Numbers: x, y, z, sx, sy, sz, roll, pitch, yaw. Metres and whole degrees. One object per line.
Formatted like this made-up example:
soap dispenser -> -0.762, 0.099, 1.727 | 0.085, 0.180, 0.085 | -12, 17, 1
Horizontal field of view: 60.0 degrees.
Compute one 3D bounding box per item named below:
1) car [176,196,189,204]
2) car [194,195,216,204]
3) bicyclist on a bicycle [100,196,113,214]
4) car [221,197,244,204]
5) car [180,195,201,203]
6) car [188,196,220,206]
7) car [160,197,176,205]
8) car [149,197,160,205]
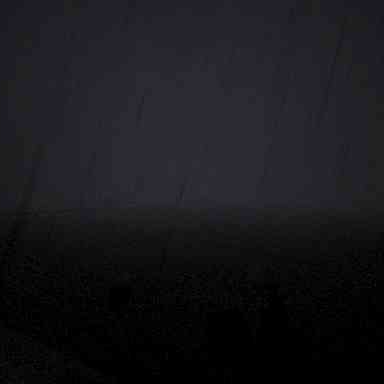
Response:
car -> -0.152, 1.564, 56.662 | 1.994, 1.385, 4.181 | 0, 0, 35
car -> 2.668, 1.477, 66.914 | 1.882, 1.535, 5.008 | 0, 0, 35
bicyclist on a bicycle -> -8.062, 1.156, 31.742 | 1.656, 1.620, 0.582 | 33, 17, 27
car -> 7.952, 1.601, 62.253 | 1.895, 1.301, 4.718 | 0, 0, 35
car -> -0.202, 1.477, 68.917 | 1.882, 1.535, 5.008 | 0, 0, 35
car -> 1.990, 1.478, 53.634 | 1.882, 1.535, 5.008 | 0, 0, 35
car -> -3.025, 1.564, 58.659 | 1.994, 1.385, 4.181 | 0, 0, 35
car -> -5.855, 1.564, 60.712 | 1.994, 1.385, 4.181 | 0, 0, 35
